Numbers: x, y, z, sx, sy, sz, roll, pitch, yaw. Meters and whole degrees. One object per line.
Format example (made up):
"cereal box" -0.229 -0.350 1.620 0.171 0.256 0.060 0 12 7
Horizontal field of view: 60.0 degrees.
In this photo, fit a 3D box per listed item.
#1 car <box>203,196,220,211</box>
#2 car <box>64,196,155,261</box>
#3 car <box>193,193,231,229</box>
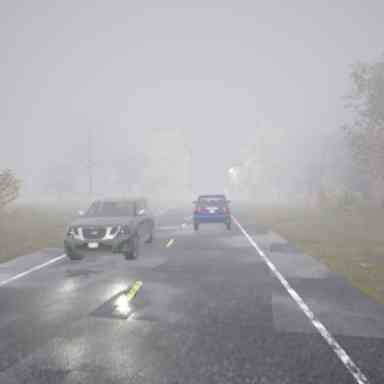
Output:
"car" 2.290 1.302 39.142 1.812 1.442 4.674 -1 0 3
"car" -2.807 1.214 12.683 2.150 2.045 5.566 -1 0 3
"car" 1.237 1.097 20.606 2.150 2.045 5.566 -1 1 3
